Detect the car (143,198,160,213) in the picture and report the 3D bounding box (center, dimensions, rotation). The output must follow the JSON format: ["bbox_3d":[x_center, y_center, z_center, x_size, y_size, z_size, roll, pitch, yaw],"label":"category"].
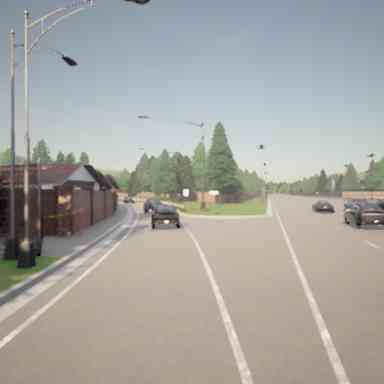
[{"bbox_3d":[-4.785,1.548,40.512,2.097,1.767,4.553,0,0,-11],"label":"car"}]

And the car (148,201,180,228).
[{"bbox_3d":[-1.904,1.614,23.038,1.837,1.490,4.892,0,0,-8],"label":"car"}]

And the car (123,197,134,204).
[{"bbox_3d":[-14.327,1.907,75.075,1.812,1.442,4.674,0,0,-20],"label":"car"}]

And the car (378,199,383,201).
[{"bbox_3d":[22.509,1.562,38.882,1.882,1.535,5.008,0,0,13],"label":"car"}]

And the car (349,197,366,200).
[{"bbox_3d":[18.671,1.446,37.812,2.097,1.767,4.553,0,0,13],"label":"car"}]

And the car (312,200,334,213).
[{"bbox_3d":[15.442,1.678,39.381,1.994,1.385,4.181,0,0,13],"label":"car"}]

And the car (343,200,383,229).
[{"bbox_3d":[11.448,1.545,22.034,2.128,1.511,4.902,0,0,13],"label":"car"}]
